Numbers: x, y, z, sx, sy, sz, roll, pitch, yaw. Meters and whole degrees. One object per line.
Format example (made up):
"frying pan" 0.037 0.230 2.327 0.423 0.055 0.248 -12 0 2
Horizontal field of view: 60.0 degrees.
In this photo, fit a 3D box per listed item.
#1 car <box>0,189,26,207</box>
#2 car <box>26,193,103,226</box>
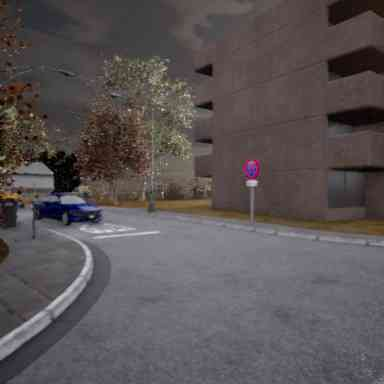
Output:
"car" -14.248 0.405 27.563 5.008 1.535 1.882 2 0 30
"car" -6.748 0.827 17.880 5.008 1.535 1.882 3 2 41
